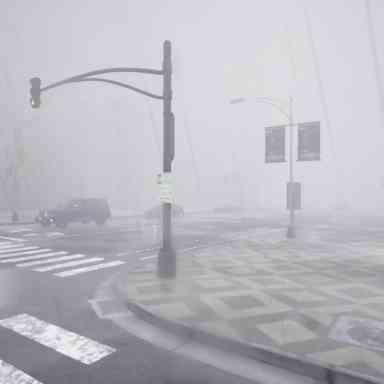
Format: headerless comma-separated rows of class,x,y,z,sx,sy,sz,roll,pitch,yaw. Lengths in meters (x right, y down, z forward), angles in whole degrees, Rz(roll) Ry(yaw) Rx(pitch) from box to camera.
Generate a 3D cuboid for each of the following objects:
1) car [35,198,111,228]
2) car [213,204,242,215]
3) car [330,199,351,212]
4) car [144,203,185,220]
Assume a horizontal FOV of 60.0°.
car,-8.550,1.461,24.492,2.150,2.045,5.566,0,-1,35
car,4.587,2.172,43.063,1.895,1.301,4.718,0,-1,35
car,24.540,2.382,54.106,2.128,1.511,4.902,0,-1,35
car,-2.634,1.893,32.860,1.837,1.490,4.892,0,-1,36
